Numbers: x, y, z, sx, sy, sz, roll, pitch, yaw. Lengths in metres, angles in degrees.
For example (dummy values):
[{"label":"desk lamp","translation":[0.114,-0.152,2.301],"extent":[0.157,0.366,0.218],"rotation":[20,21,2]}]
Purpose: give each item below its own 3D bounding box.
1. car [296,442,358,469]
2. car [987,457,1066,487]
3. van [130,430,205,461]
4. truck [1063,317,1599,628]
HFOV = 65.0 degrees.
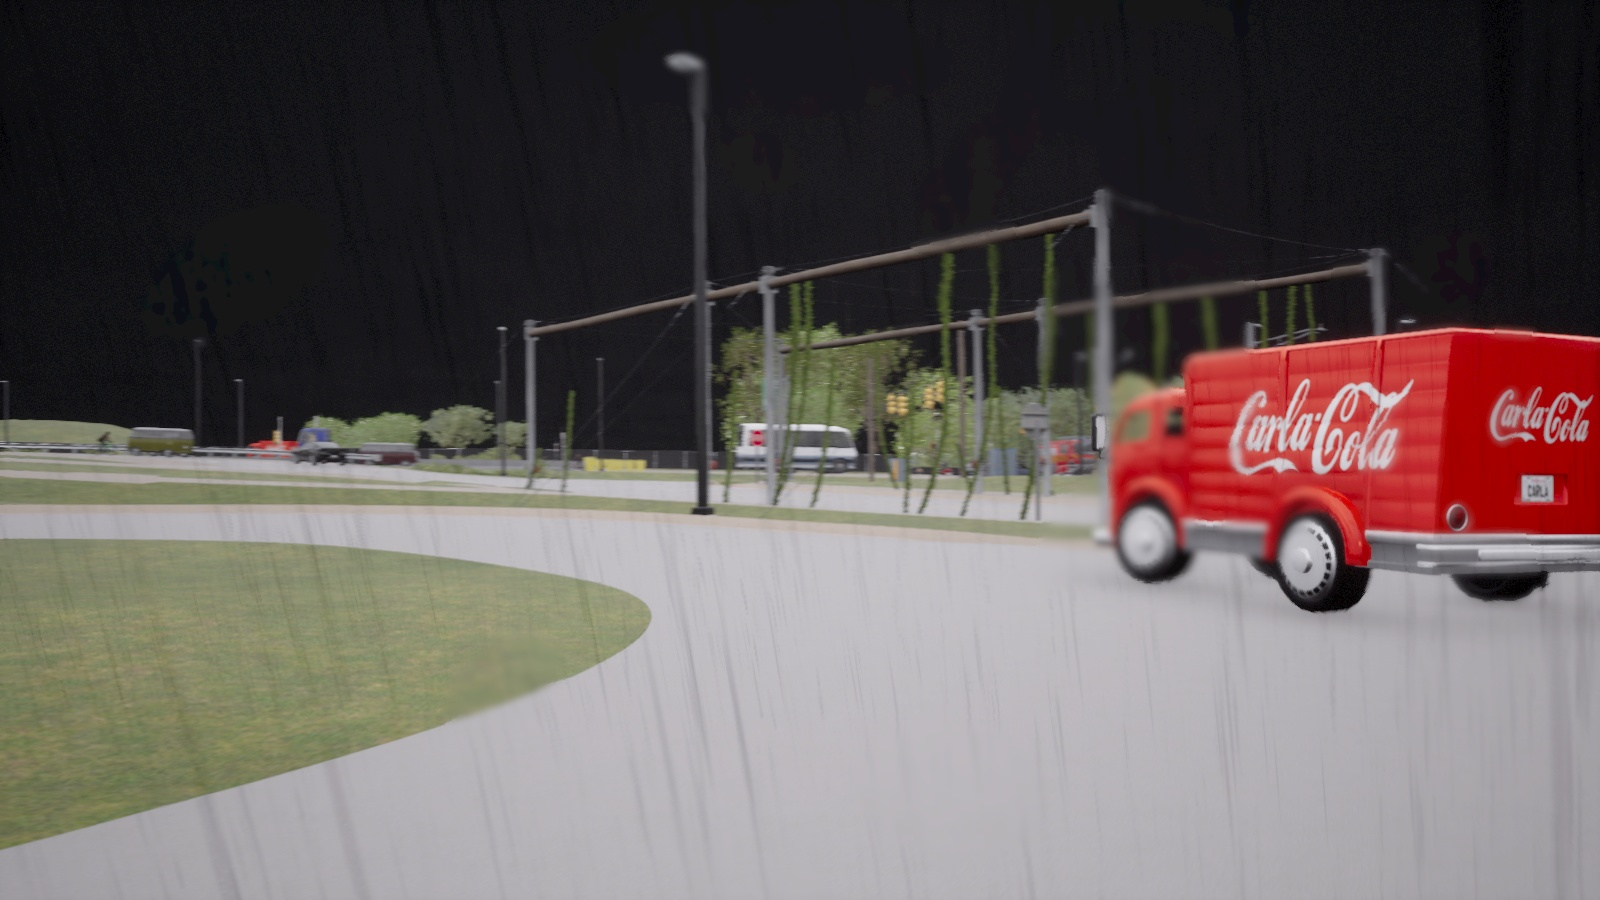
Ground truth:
[{"label":"car","translation":[-29.480,0.309,78.190],"extent":[1.882,1.535,5.008],"rotation":[1,1,-41]},{"label":"car","translation":[12.904,1.271,71.677],"extent":[3.988,1.617,1.851],"rotation":[1,-2,-14]},{"label":"van","translation":[-43.252,-0.312,85.911],"extent":[4.442,1.987,1.775],"rotation":[2,-1,14]},{"label":"truck","translation":[5.257,0.231,12.843],"extent":[2.627,2.467,5.204],"rotation":[1,-1,-21]}]
